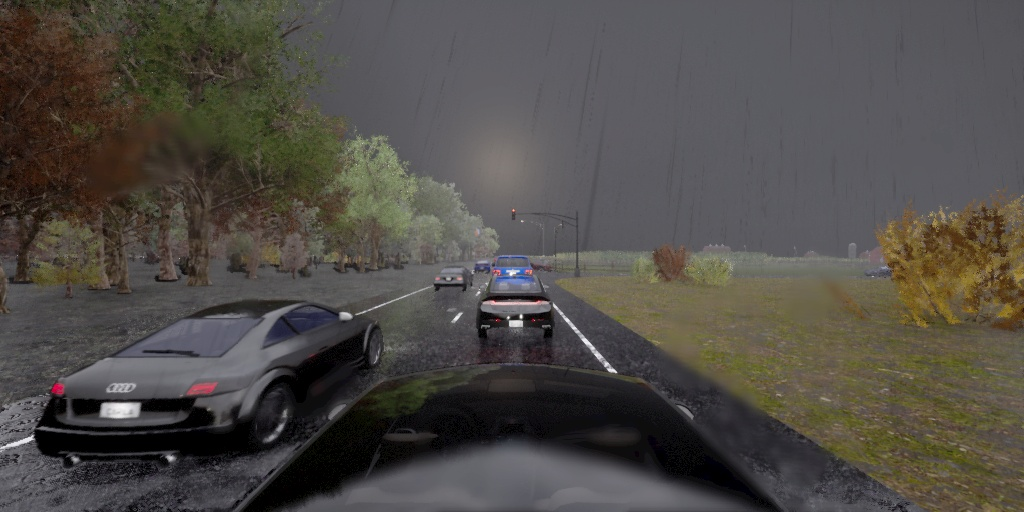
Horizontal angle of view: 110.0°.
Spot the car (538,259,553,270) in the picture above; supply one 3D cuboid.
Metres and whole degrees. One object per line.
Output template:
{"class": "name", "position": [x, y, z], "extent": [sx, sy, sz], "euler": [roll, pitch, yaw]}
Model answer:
{"class": "car", "position": [3.210, 1.163, 47.948], "extent": [4.553, 1.767, 2.097], "euler": [3, 2, 43]}

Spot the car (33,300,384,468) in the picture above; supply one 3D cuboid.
{"class": "car", "position": [-3.409, 1.314, 5.123], "extent": [1.994, 1.385, 4.181], "euler": [0, 0, 0]}

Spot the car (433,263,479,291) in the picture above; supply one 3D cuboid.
{"class": "car", "position": [-3.470, 1.302, 22.016], "extent": [2.033, 1.411, 5.357], "euler": [0, 0, 0]}

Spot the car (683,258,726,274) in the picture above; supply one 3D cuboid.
{"class": "car", "position": [22.913, 1.280, 43.337], "extent": [5.566, 2.045, 2.150], "euler": [1, -1, 0]}

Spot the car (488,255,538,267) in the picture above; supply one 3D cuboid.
{"class": "car", "position": [0.038, 0.976, 20.059], "extent": [2.150, 2.045, 5.566], "euler": [0, 0, 0]}

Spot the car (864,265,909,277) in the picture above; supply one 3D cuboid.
{"class": "car", "position": [45.373, 1.830, 43.281], "extent": [4.674, 1.442, 1.812], "euler": [1, -1, 0]}

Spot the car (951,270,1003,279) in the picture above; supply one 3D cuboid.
{"class": "car", "position": [51.214, 1.833, 39.671], "extent": [4.674, 1.442, 1.812], "euler": [1, -1, 1]}

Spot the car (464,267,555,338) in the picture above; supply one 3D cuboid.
{"class": "car", "position": [0.074, 1.244, 10.142], "extent": [2.128, 1.511, 4.902], "euler": [0, 0, 0]}

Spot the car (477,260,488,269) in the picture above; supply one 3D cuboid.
{"class": "car", "position": [-3.551, 1.234, 44.768], "extent": [1.882, 1.535, 5.008], "euler": [0, 0, 0]}
